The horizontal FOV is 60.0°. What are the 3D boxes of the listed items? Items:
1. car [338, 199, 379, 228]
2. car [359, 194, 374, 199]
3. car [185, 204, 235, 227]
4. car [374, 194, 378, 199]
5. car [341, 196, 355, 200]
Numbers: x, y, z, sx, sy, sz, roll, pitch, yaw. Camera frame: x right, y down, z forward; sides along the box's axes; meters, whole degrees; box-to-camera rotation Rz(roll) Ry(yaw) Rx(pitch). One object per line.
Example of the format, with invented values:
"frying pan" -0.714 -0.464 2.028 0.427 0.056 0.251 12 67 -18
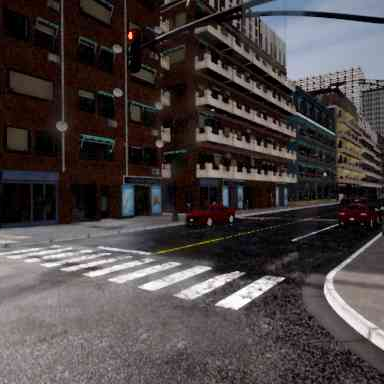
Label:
"car" 10.231 1.372 20.343 1.887 1.381 4.507 -1 0 36
"car" 37.002 1.293 71.173 1.802 1.307 4.206 -1 0 36
"car" 1.305 1.515 22.735 1.887 1.381 4.507 -1 0 36
"car" 43.724 1.232 80.336 1.947 1.339 4.313 -1 0 36
"car" 26.917 1.347 57.428 1.947 1.339 4.313 -1 0 36
